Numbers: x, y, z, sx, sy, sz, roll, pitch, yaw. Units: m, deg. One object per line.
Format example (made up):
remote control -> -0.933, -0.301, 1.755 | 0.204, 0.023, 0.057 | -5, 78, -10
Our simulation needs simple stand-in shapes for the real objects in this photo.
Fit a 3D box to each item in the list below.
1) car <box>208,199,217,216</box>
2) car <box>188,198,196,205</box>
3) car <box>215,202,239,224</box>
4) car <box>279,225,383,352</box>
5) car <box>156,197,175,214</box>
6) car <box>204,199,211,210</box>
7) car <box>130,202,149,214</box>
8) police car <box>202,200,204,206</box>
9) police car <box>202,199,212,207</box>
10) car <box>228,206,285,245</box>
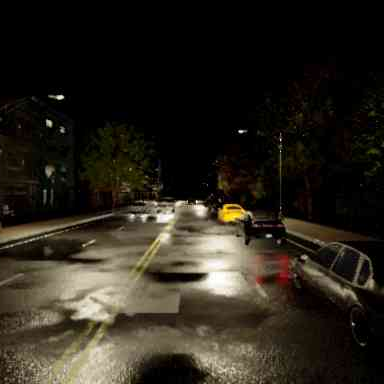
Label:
car -> 3.239, 1.927, 38.472 | 1.837, 1.490, 4.892 | 0, -1, 0
car -> -0.021, 2.270, 81.416 | 1.837, 1.490, 4.892 | 0, -1, 0
car -> 3.242, 1.780, 27.473 | 1.882, 1.535, 5.008 | 0, -1, 0
car -> 3.352, 1.617, 6.184 | 2.033, 1.411, 5.357 | 0, -1, 1
car -> -3.342, 1.695, 42.996 | 2.150, 2.045, 5.566 | 0, -1, 0
car -> 3.236, 2.090, 49.471 | 2.033, 1.411, 5.357 | 0, -1, 0
car -> -6.597, 1.985, 41.959 | 1.812, 1.442, 4.674 | 0, -1, 0
police car -> 3.233, 2.090, 60.583 | 1.930, 1.638, 5.238 | 0, -1, 0
police car -> 3.230, 2.290, 71.472 | 2.038, 1.542, 4.974 | 0, -1, 0
car -> 3.245, 1.674, 16.472 | 2.128, 1.511, 4.902 | 0, -1, 0
